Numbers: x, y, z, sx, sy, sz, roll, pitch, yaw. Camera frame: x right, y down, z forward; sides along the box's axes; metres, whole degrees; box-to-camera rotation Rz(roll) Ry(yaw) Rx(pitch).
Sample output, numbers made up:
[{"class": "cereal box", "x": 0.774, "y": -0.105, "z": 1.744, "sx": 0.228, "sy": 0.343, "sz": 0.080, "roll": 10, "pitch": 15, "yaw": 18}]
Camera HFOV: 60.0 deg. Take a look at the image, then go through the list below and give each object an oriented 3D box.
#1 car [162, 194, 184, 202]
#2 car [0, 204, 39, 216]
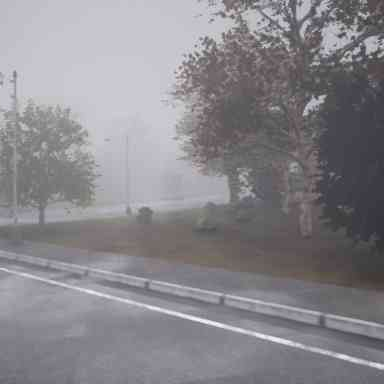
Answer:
[{"class": "car", "x": -3.343, "y": 0.972, "z": 58.903, "sx": 1.994, "sy": 1.385, "sz": 4.181, "roll": -1, "pitch": 2, "yaw": 39}, {"class": "car", "x": -20.068, "y": 1.869, "z": 38.155, "sx": 2.128, "sy": 1.511, "sz": 4.902, "roll": -1, "pitch": 1, "yaw": 39}]
